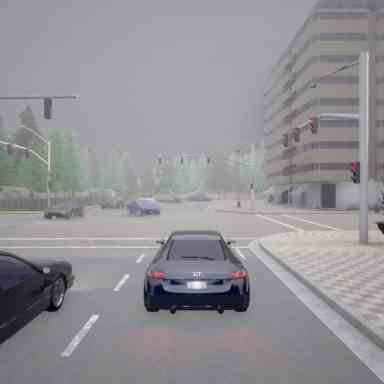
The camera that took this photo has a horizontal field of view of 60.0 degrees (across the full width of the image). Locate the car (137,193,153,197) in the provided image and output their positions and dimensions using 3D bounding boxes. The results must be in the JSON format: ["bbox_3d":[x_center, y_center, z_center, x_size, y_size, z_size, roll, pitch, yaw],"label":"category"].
[{"bbox_3d":[-6.792,1.220,47.111,2.150,2.045,5.566,0,0,4],"label":"car"}]

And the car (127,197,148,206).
[{"bbox_3d":[-9.209,1.525,56.768,1.812,1.442,4.674,0,0,14],"label":"car"}]

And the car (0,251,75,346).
[{"bbox_3d":[-3.427,1.547,4.668,2.033,1.411,5.357,0,0,0],"label":"car"}]

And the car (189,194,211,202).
[{"bbox_3d":[2.151,1.595,73.183,1.895,1.301,4.718,0,0,38],"label":"car"}]

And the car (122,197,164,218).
[{"bbox_3d":[-4.701,1.507,31.453,1.882,1.535,5.008,-1,0,-27],"label":"car"}]

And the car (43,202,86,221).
[{"bbox_3d":[-10.572,1.582,28.138,2.033,1.411,5.357,0,0,0],"label":"car"}]

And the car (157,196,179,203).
[{"bbox_3d":[-4.904,1.547,68.934,2.033,1.411,5.357,0,0,27],"label":"car"}]

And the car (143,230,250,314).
[{"bbox_3d":[0.091,1.564,7.703,1.994,1.385,4.181,0,0,0],"label":"car"}]

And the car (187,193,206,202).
[{"bbox_3d":[1.204,1.224,77.433,2.150,2.045,5.566,0,0,42],"label":"car"}]

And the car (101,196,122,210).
[{"bbox_3d":[-10.382,1.352,43.755,2.097,1.767,4.553,0,0,3],"label":"car"}]

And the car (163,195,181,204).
[{"bbox_3d":[-3.842,1.351,62.520,2.097,1.767,4.553,0,0,23],"label":"car"}]
